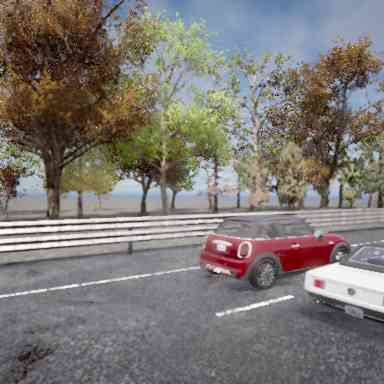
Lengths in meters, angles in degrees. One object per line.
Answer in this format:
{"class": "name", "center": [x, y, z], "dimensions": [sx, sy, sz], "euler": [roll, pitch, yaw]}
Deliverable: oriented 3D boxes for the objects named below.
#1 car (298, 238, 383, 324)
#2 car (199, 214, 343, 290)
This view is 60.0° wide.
{"class": "car", "center": [4.477, 1.665, 6.617], "dimensions": [4.718, 1.301, 1.895], "euler": [0, -1, -34]}
{"class": "car", "center": [2.497, 1.430, 9.497], "dimensions": [4.553, 1.767, 2.097], "euler": [0, 0, -34]}
